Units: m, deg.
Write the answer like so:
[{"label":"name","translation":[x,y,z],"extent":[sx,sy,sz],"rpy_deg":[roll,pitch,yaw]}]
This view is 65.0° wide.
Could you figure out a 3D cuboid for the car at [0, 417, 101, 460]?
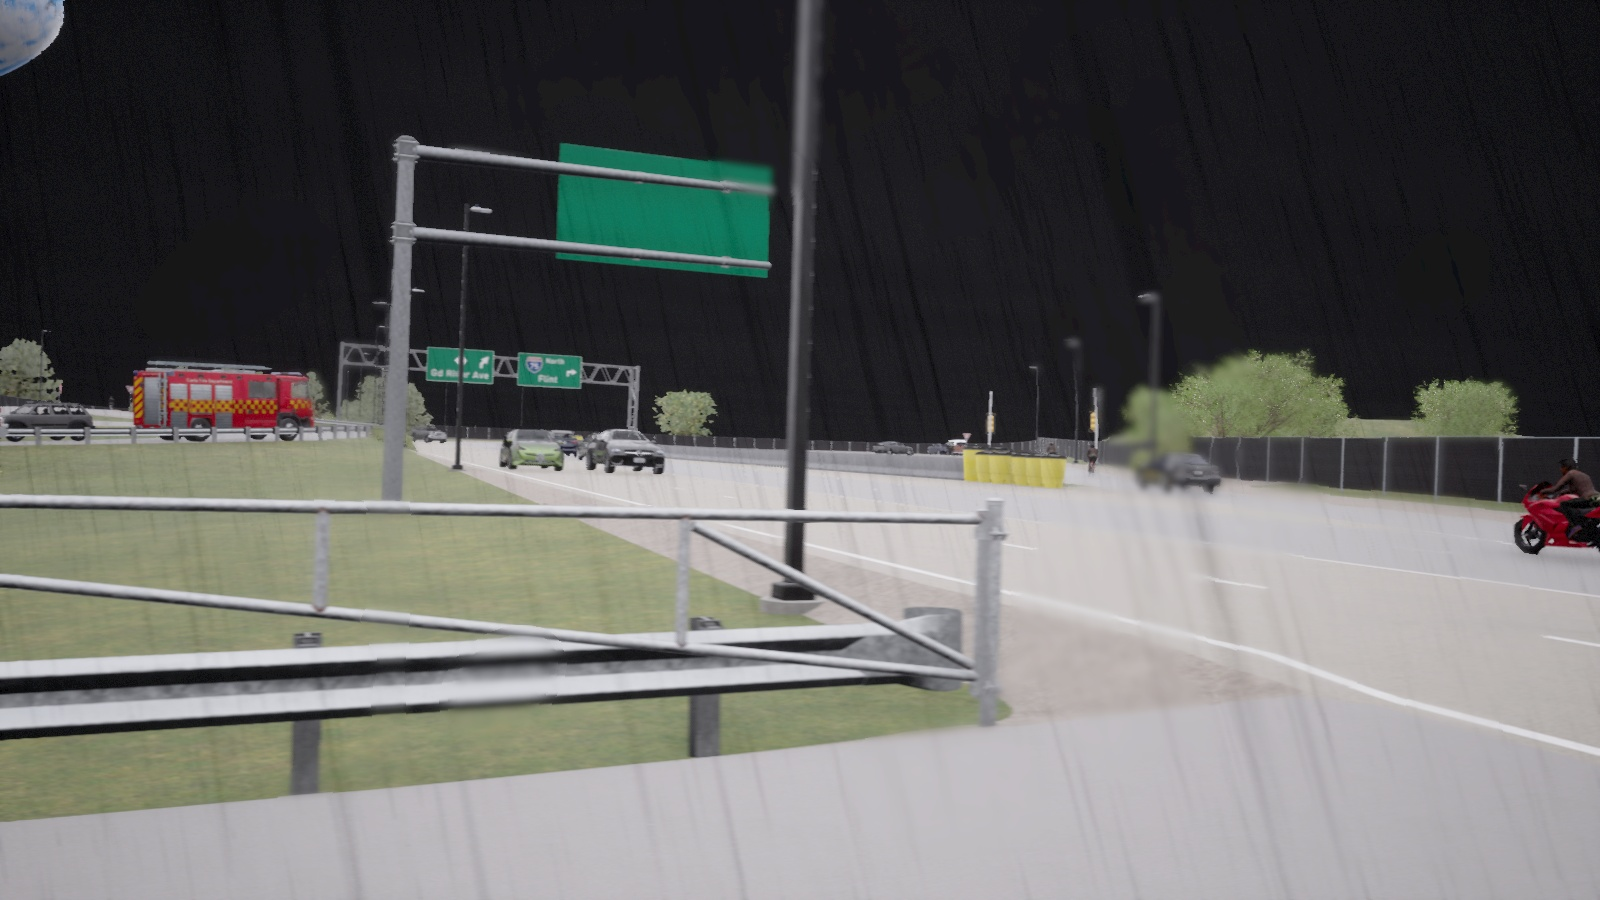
[{"label":"car","translation":[-35.030,-0.563,57.804],"extent":[1.932,1.855,4.605],"rpy_deg":[0,2,28]}]

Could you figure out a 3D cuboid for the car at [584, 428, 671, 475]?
[{"label":"car","translation":[-6.594,0.024,47.444],"extent":[2.152,1.651,5.027],"rpy_deg":[1,0,-21]}]

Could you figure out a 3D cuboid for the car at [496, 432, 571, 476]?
[{"label":"car","translation":[-9.870,0.134,46.205],"extent":[2.007,1.525,4.514],"rpy_deg":[1,0,-21]}]

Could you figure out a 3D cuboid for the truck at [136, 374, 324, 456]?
[{"label":"truck","translation":[-28.566,-1.769,63.372],"extent":[2.891,3.827,8.468],"rpy_deg":[1,2,30]}]

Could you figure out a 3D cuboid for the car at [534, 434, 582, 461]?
[{"label":"car","translation":[-15.564,-0.175,80.677],"extent":[2.242,1.667,4.611],"rpy_deg":[1,0,-21]}]

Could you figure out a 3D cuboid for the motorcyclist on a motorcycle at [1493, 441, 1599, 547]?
[{"label":"motorcyclist on a motorcycle","translation":[11.701,0.639,19.020],"extent":[0.797,1.523,2.044],"rpy_deg":[1,0,-20]}]

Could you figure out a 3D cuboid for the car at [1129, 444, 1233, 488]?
[{"label":"car","translation":[13.594,0.528,45.144],"extent":[2.033,1.411,5.357],"rpy_deg":[1,1,0]}]

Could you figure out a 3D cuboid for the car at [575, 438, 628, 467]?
[{"label":"car","translation":[-10.851,0.113,68.354],"extent":[1.837,1.490,4.892],"rpy_deg":[1,0,-21]}]

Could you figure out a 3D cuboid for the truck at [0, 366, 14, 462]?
[{"label":"truck","translation":[-36.041,-1.326,49.412],"extent":[8.468,3.827,2.891],"rpy_deg":[-2,1,-31]}]
